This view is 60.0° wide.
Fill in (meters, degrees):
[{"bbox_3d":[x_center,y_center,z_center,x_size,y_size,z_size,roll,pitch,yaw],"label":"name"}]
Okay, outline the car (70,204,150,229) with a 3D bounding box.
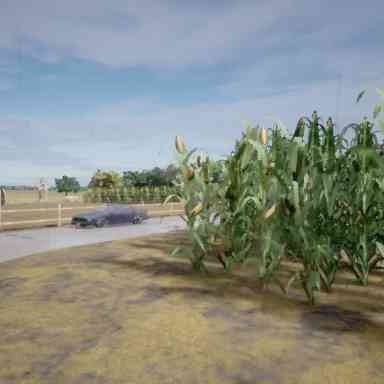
[{"bbox_3d":[-5.102,1.501,21.603,2.033,1.411,5.357,1,0,35],"label":"car"}]
